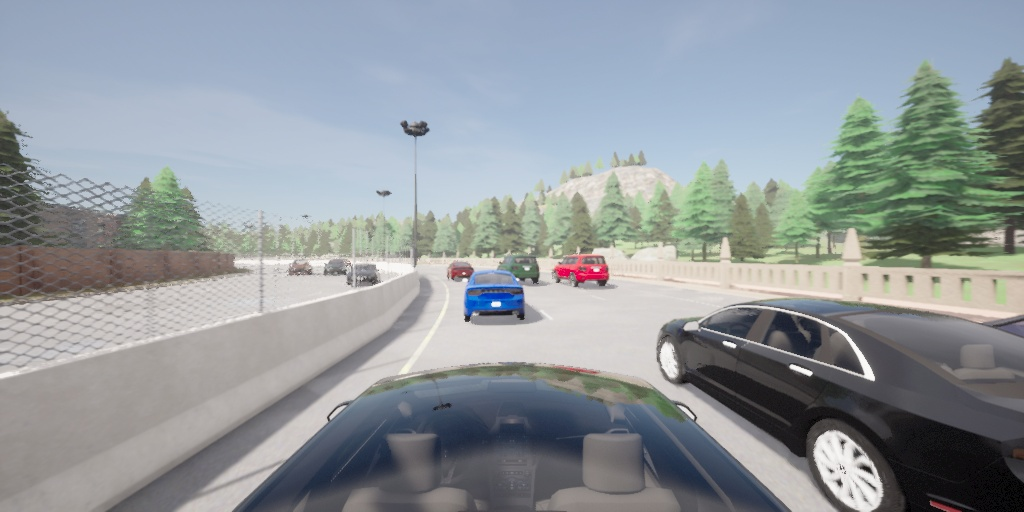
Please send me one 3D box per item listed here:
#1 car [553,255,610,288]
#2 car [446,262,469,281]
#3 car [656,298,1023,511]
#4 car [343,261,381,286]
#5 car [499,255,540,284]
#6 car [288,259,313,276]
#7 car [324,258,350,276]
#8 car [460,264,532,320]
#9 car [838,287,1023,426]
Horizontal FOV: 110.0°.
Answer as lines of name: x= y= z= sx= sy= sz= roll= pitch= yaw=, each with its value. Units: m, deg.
car: x=4.487 y=0.936 z=24.040 sx=2.150 sy=2.045 sz=5.566 roll=0 pitch=0 yaw=-12
car: x=-4.479 y=1.223 z=30.638 sx=1.882 sy=1.535 sz=5.008 roll=0 pitch=0 yaw=-16
car: x=3.394 y=1.239 z=4.143 sx=1.837 sy=1.490 sz=4.892 roll=0 pitch=0 yaw=-2
car: x=-10.553 y=1.279 z=25.783 sx=1.837 sy=1.490 sz=4.892 roll=0 pitch=0 yaw=-15
car: x=0.367 y=0.951 z=26.351 sx=2.150 sy=2.045 sz=5.566 roll=0 pitch=0 yaw=-14
car: x=-22.612 y=1.164 z=38.444 sx=2.097 sy=1.767 sz=4.553 roll=0 pitch=0 yaw=-26
car: x=-18.531 y=1.149 z=37.835 sx=2.097 sy=1.767 sz=4.553 roll=0 pitch=0 yaw=-24
car: x=-0.723 y=1.222 z=12.680 sx=1.882 sy=1.535 sz=5.008 roll=0 pitch=0 yaw=-6
car: x=6.965 y=1.268 z=3.809 sx=2.033 sy=1.411 sz=5.357 roll=0 pitch=0 yaw=-2
